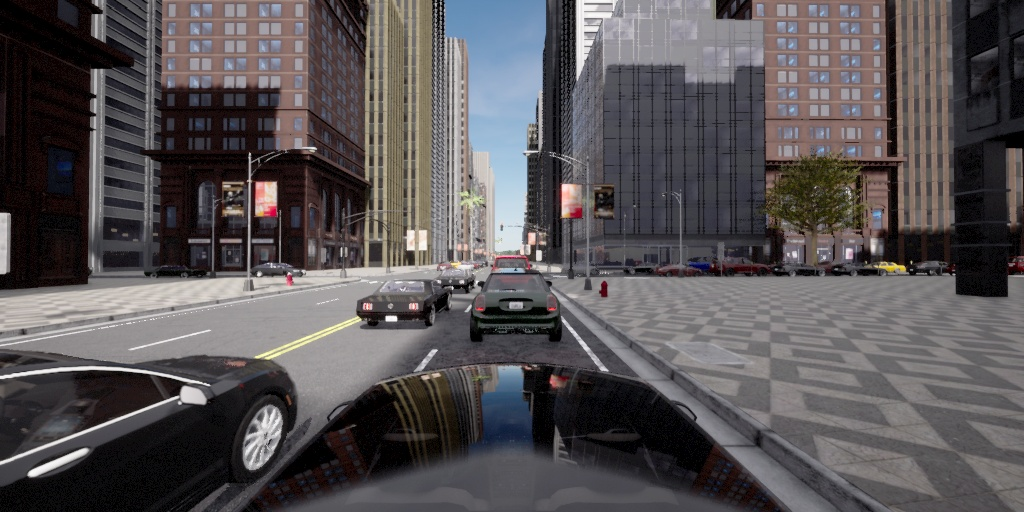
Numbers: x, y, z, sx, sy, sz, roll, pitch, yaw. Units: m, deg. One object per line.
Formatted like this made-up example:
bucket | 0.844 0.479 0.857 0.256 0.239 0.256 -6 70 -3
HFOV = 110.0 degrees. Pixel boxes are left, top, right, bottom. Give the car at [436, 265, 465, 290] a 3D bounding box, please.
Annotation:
car | -3.187 1.388 20.800 1.895 1.301 4.718 0 0 0

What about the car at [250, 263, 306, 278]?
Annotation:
car | -22.712 1.418 34.959 4.902 1.511 2.128 0 -1 0

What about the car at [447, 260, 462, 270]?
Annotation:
car | -9.931 1.519 62.340 1.882 1.535 5.008 0 0 0

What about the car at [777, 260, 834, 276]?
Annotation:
car | 26.533 1.276 33.196 4.313 1.339 1.948 0 0 -1

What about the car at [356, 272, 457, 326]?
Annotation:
car | -3.166 1.361 11.631 1.895 1.301 4.718 0 0 0

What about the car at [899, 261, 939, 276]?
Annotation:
car | 42.526 1.228 36.106 4.674 1.442 1.812 0 -1 -1

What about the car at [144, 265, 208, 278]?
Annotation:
car | -32.659 1.573 34.950 4.718 1.301 1.895 0 -1 0

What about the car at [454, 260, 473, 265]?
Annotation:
car | -6.691 1.570 51.948 1.895 1.301 4.718 0 0 0

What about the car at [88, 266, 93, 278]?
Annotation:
car | -44.555 1.246 34.947 5.566 2.045 2.150 0 -1 0

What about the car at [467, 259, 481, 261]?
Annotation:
car | -6.687 1.633 61.111 1.895 1.301 4.718 0 0 0

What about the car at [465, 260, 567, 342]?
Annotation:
car | 0.082 1.108 9.983 2.097 1.767 4.553 0 0 0

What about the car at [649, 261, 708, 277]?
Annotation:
car | 15.258 1.327 33.000 4.207 1.307 1.802 0 0 -1

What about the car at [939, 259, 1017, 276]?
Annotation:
car | 43.446 1.214 33.491 4.507 1.381 1.888 0 0 -1

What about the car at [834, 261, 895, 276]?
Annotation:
car | 32.170 1.260 33.294 4.313 1.339 1.948 0 0 -1

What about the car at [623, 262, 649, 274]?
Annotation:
car | 15.112 1.412 41.523 4.313 1.339 1.948 0 0 -1

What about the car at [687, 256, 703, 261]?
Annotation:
car | 20.369 1.022 38.869 5.566 2.045 2.150 0 -1 -1

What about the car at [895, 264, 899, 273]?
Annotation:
car | 43.134 1.296 42.011 4.829 1.417 1.751 0 0 -1

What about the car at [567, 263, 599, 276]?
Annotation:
car | 7.376 1.411 39.095 4.181 1.385 1.994 0 -1 4

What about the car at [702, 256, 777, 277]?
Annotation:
car | 20.896 1.041 33.098 5.009 1.841 2.192 0 0 -1

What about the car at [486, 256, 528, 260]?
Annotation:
car | -0.034 1.003 19.504 2.150 2.045 5.566 0 0 0

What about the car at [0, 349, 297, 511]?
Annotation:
car | -3.150 1.256 1.770 1.837 1.490 4.892 0 0 0

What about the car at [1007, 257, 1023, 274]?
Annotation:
car | 49.084 0.973 33.589 5.009 1.841 2.192 0 0 -1

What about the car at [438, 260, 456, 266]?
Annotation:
car | -9.936 1.503 53.202 1.812 1.442 4.674 0 0 -3
